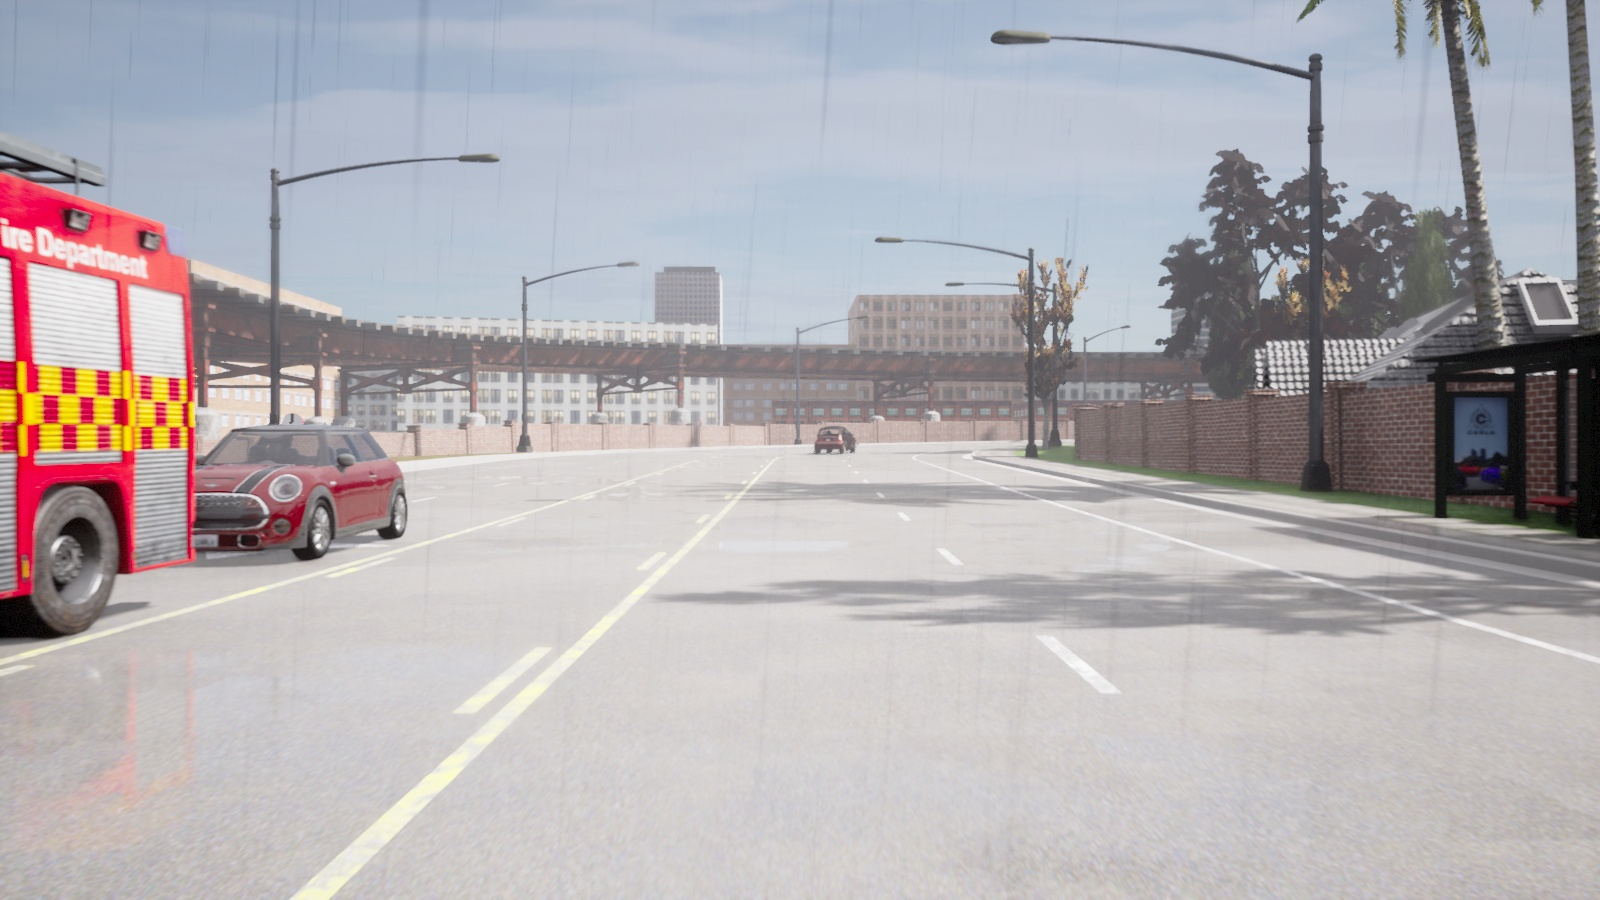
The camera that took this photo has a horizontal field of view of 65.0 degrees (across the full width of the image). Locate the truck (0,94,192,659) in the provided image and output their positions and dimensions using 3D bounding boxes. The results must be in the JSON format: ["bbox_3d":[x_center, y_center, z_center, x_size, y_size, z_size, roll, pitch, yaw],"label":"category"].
[{"bbox_3d":[-6.914,-0.481,6.831,2.891,3.827,8.468,0,1,2],"label":"truck"}]

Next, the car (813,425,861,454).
[{"bbox_3d":[2.202,-0.637,73.687,1.851,1.617,3.988,0,1,16],"label":"car"}]

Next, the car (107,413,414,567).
[{"bbox_3d":[-6.891,0.432,16.692,2.097,1.767,4.553,0,1,0],"label":"car"}]
